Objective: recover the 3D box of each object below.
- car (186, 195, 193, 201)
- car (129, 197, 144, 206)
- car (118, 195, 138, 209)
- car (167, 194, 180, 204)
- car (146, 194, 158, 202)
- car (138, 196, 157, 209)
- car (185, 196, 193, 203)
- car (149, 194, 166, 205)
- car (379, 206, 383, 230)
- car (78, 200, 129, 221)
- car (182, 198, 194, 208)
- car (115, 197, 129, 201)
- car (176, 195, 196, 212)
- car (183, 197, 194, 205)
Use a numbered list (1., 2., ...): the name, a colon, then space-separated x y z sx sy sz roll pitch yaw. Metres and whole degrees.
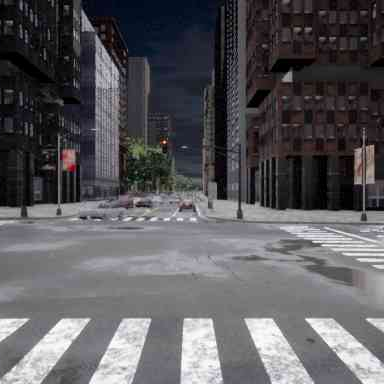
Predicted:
1. car: -0.758 1.689 93.300 1.887 1.381 4.507 0 0 0
2. car: -9.118 1.566 55.124 1.752 1.417 4.829 0 0 0
3. car: -9.073 1.332 44.443 2.192 1.841 5.009 0 0 0
4. car: -3.398 1.667 65.653 1.895 1.301 4.718 0 0 0
5. car: -9.213 1.411 76.999 2.192 1.841 5.009 0 0 0
6. car: -6.405 1.566 45.207 2.033 1.411 5.357 0 0 0
7. car: -0.665 1.607 71.770 1.752 1.417 4.829 0 0 0
8. car: -6.439 1.580 61.188 1.812 1.442 4.674 0 0 0
9. car: 14.844 1.723 20.974 4.902 1.511 2.128 1 0 0
10. car: -7.097 1.574 26.676 1.895 1.301 4.718 0 0 13
11. car: -0.570 1.611 49.900 1.802 1.307 4.206 0 0 0
12. car: -9.049 1.571 39.017 1.947 1.339 4.313 0 0 0
13. car: -0.524 1.445 39.051 1.967 1.590 4.097 0 0 0
14. car: -0.617 1.599 60.750 1.887 1.381 4.507 0 0 0
